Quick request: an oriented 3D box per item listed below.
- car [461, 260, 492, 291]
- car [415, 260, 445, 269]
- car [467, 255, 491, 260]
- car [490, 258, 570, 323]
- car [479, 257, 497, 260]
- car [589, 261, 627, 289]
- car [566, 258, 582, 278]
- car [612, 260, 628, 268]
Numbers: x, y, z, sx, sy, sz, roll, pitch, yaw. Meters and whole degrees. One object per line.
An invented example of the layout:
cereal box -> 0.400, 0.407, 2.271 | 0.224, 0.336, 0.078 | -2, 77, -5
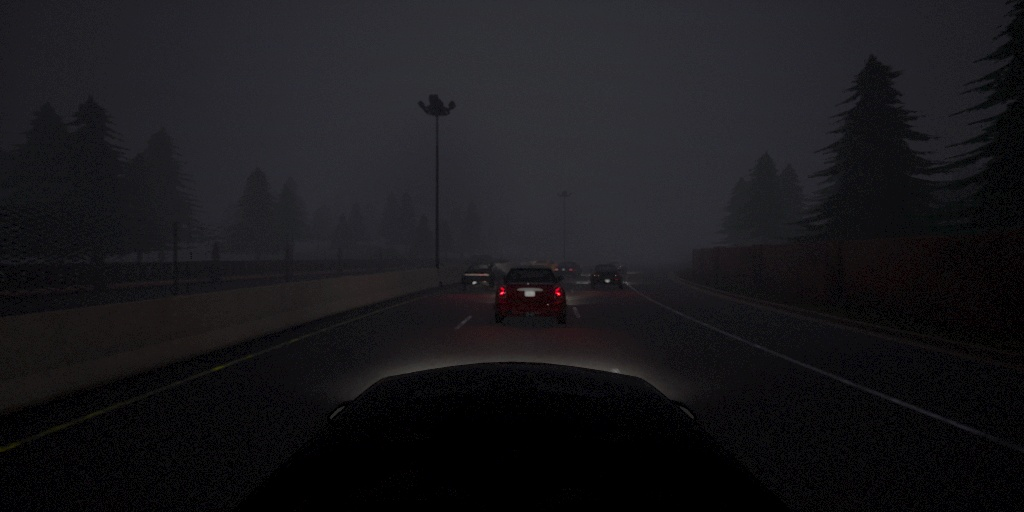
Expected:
car -> -1.514, 1.189, 21.164 | 2.128, 1.511, 4.902 | 0, 0, 11
car -> -9.794, 1.200, 43.182 | 1.994, 1.385, 4.181 | 0, 0, 21
car -> -4.472, 0.851, 46.862 | 2.150, 2.045, 5.566 | 0, 0, 25
car -> 0.703, 1.074, 12.193 | 2.097, 1.767, 4.553 | 0, 0, 5
car -> -1.785, 1.140, 44.251 | 1.837, 1.490, 4.892 | 0, 0, 24
car -> 5.909, 1.220, 22.616 | 1.812, 1.442, 4.674 | 0, 0, 12
car -> 5.291, 1.213, 33.310 | 2.033, 1.411, 5.357 | 0, 0, 19
car -> 11.285, 1.177, 38.854 | 1.812, 1.442, 4.674 | 0, 0, 23
